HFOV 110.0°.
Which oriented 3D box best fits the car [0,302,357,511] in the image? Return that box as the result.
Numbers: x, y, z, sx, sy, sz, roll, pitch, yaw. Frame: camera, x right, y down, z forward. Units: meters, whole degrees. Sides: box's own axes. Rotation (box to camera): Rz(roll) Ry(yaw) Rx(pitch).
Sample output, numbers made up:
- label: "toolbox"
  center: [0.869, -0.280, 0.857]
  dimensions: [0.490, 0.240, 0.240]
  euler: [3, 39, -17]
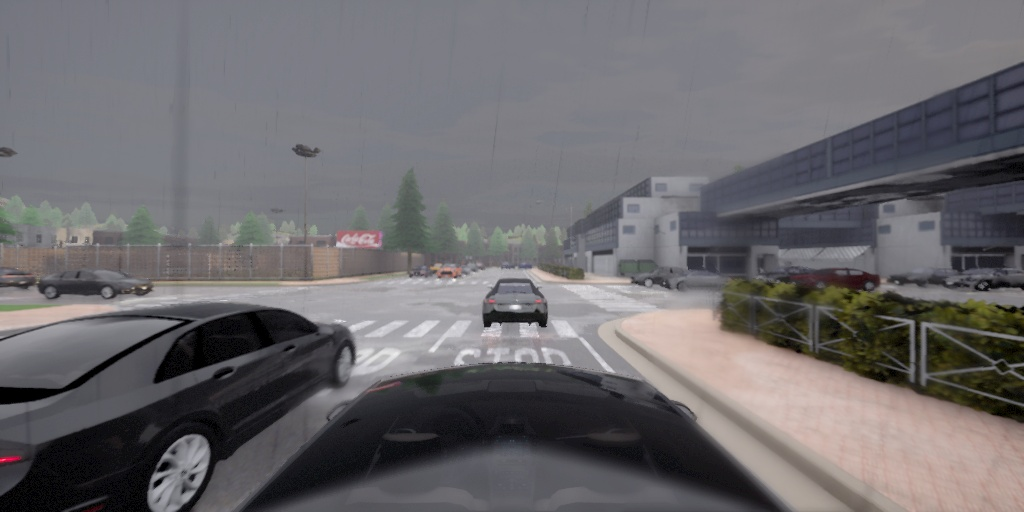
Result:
- label: "car"
  center: [-3.453, 1.284, 4.100]
  dimensions: [1.837, 1.490, 4.892]
  euler: [0, -1, -2]

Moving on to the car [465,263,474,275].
- label: "car"
  center: [-6.839, 1.926, 49.221]
  dimensions: [1.895, 1.301, 4.718]
  euler: [0, -1, 1]

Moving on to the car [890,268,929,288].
- label: "car"
  center: [31.370, 1.598, 26.713]
  dimensions: [5.357, 1.411, 2.033]
  euler: [0, -1, 0]

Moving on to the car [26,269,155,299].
- label: "car"
  center: [-21.825, 1.448, 18.938]
  dimensions: [4.892, 1.490, 1.837]
  euler: [0, -1, 0]

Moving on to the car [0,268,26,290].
- label: "car"
  center: [-33.341, 1.480, 22.648]
  dimensions: [4.902, 1.511, 2.128]
  euler: [0, -1, 0]

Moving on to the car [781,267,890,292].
- label: "car"
  center: [20.818, 1.487, 23.232]
  dimensions: [5.008, 1.535, 1.882]
  euler: [0, -1, 0]

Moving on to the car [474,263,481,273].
- label: "car"
  center: [-6.701, 1.953, 59.442]
  dimensions: [1.837, 1.490, 4.892]
  euler: [0, -1, 1]

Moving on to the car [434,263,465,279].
- label: "car"
  center: [-6.922, 1.568, 40.238]
  dimensions: [2.097, 1.767, 4.553]
  euler: [0, -1, 1]

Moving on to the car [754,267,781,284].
- label: "car"
  center: [20.780, 1.543, 26.732]
  dimensions: [4.902, 1.511, 2.128]
  euler: [0, -1, 0]

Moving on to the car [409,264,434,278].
- label: "car"
  center: [-10.412, 1.794, 41.381]
  dimensions: [1.994, 1.385, 4.181]
  euler: [0, -1, 1]

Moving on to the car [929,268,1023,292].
- label: "car"
  center: [30.850, 1.500, 23.212]
  dimensions: [4.902, 1.511, 2.128]
  euler: [0, -1, 0]

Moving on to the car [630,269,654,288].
- label: "car"
  center: [11.364, 1.557, 26.787]
  dimensions: [4.892, 1.490, 1.837]
  euler: [0, -1, 1]

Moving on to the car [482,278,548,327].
- label: "car"
  center: [0.095, 1.440, 12.124]
  dimensions: [1.994, 1.385, 4.181]
  euler: [0, -1, 0]

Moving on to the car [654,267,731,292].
- label: "car"
  center: [11.846, 1.574, 23.244]
  dimensions: [4.181, 1.385, 1.994]
  euler: [0, -1, -1]
